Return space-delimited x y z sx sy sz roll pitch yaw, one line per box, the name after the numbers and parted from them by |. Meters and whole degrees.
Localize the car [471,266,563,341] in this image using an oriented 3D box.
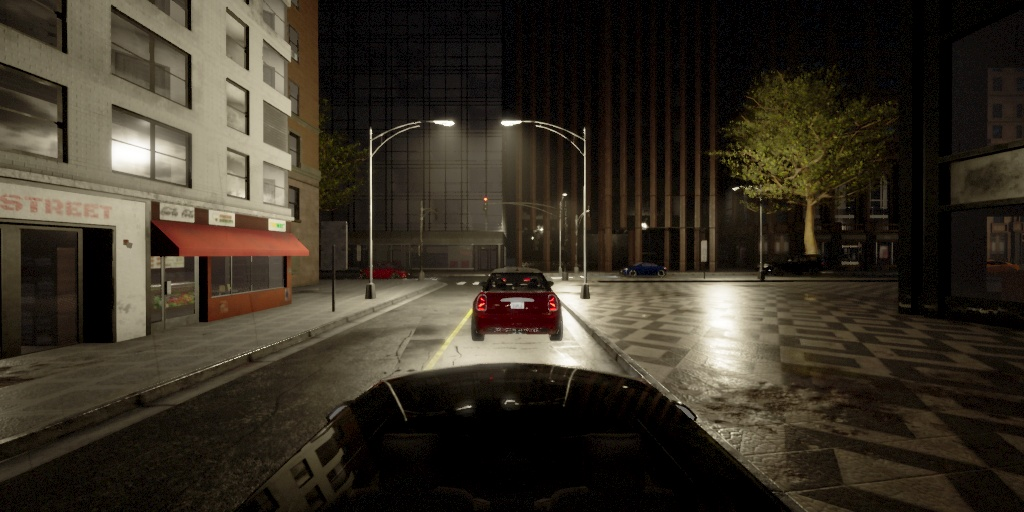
0.123 1.101 9.982 2.097 1.767 4.553 0 0 0 | car

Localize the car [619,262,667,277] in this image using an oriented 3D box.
12.324 1.257 33.848 4.181 1.385 1.994 0 0 0 | car

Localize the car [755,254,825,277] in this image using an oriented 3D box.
26.114 0.873 33.762 5.566 2.045 2.150 0 0 0 | car

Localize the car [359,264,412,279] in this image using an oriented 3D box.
-10.747 1.359 30.557 4.181 1.385 1.994 0 0 3 | car

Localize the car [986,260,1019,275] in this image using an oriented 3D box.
44.093 1.099 33.599 5.008 1.535 1.882 0 0 1 | car
